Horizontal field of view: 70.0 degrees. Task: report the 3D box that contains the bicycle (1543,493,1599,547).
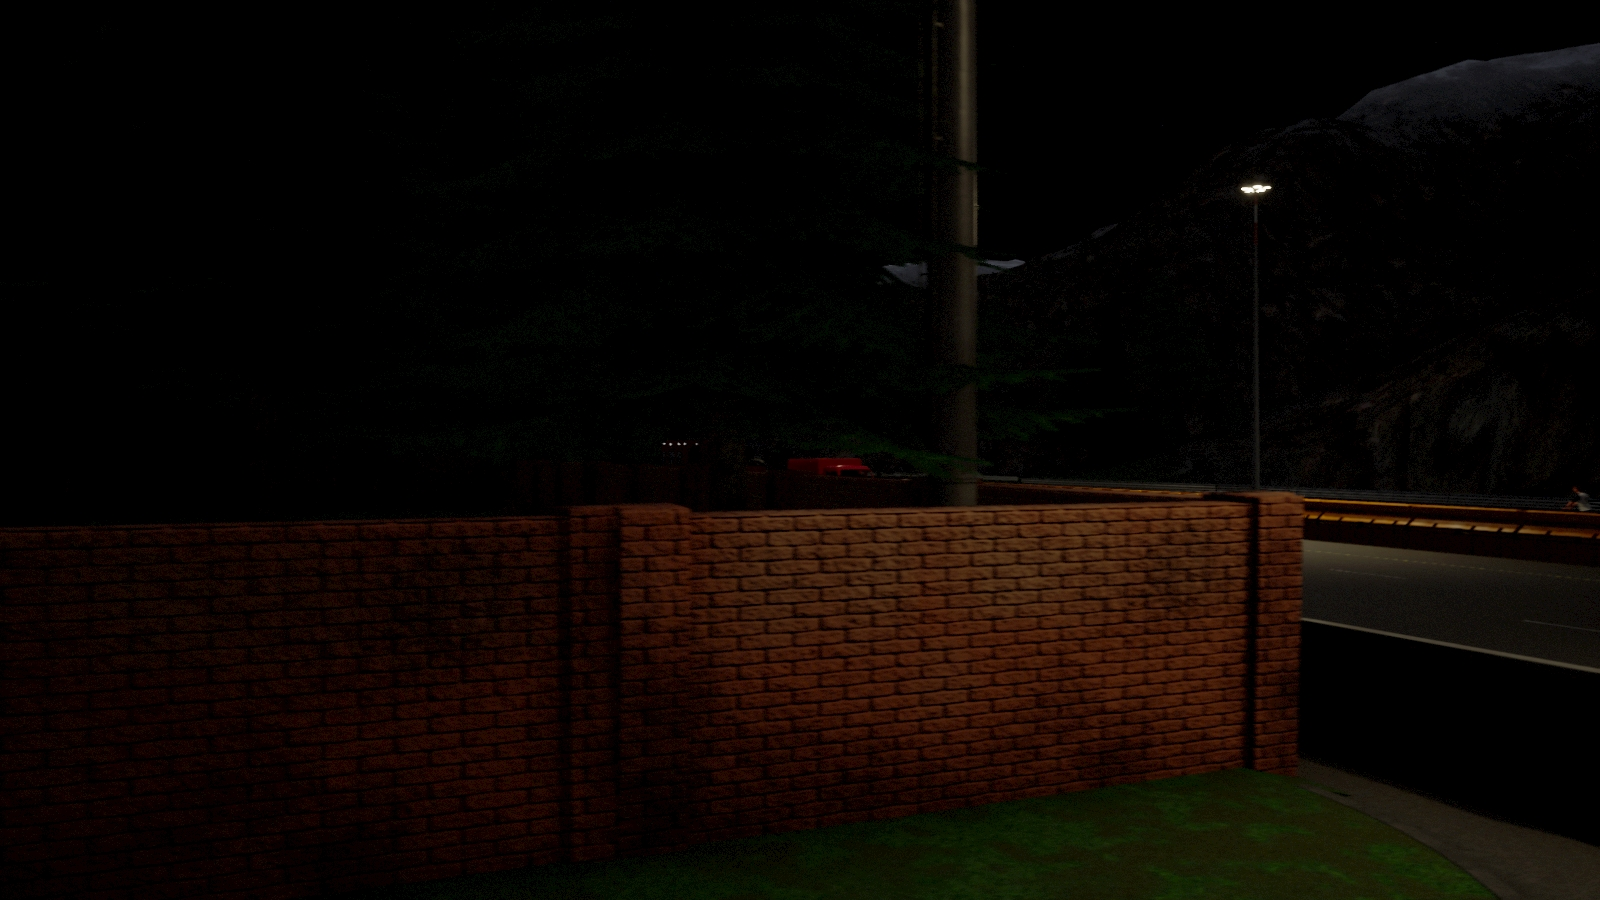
[{"bbox_3d":[22.949,2.044,33.852,0.373,1.514,1.643,0,0,-22],"label":"bicycle"}]
